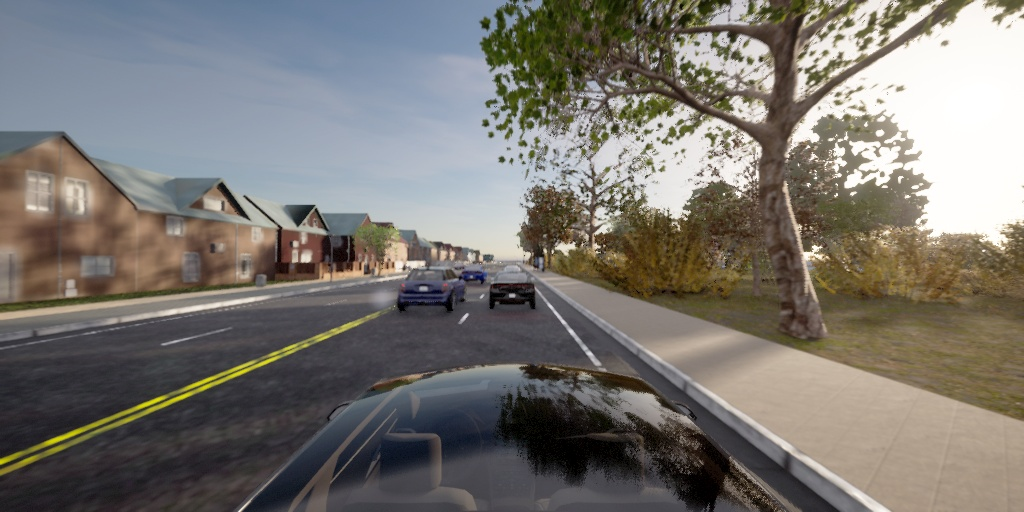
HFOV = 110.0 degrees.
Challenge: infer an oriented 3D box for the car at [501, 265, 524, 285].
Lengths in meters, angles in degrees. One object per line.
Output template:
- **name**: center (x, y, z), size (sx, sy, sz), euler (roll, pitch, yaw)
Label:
- **car**: center (0.032, 1.580, 30.731), size (1.812, 1.442, 4.674), euler (0, 0, 0)

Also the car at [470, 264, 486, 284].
- **car**: center (-3.214, 1.536, 31.083), size (1.882, 1.535, 5.008), euler (0, 0, 1)

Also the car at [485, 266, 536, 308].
- **car**: center (0.031, 1.376, 16.094), size (1.882, 1.535, 5.008), euler (0, 0, 0)

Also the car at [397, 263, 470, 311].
- **car**: center (-3.227, 1.241, 15.264), size (2.097, 1.767, 4.553), euler (0, -1, 0)
